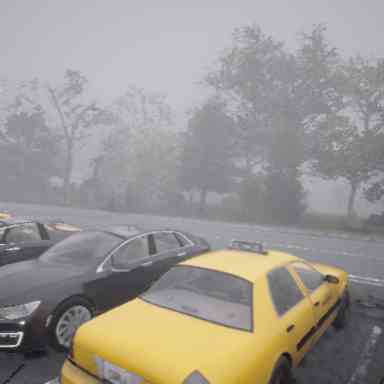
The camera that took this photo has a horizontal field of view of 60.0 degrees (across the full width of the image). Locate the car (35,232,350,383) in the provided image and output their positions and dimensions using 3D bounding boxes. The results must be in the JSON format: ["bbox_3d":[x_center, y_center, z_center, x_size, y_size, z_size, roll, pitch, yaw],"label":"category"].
[{"bbox_3d":[0.903,1.460,4.746,1.946,1.575,5.366,2,1,36],"label":"car"}]

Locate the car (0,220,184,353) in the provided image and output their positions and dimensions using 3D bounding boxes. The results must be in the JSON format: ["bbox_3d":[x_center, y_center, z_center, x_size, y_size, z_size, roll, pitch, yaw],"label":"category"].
[{"bbox_3d":[-1.446,1.390,6.235,2.231,1.521,4.892,2,1,36],"label":"car"}]

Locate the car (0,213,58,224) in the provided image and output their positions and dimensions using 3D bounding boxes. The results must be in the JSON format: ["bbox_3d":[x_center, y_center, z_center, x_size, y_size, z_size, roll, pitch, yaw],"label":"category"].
[{"bbox_3d":[-3.696,1.316,7.859,2.231,1.521,4.892,2,1,36],"label":"car"}]
